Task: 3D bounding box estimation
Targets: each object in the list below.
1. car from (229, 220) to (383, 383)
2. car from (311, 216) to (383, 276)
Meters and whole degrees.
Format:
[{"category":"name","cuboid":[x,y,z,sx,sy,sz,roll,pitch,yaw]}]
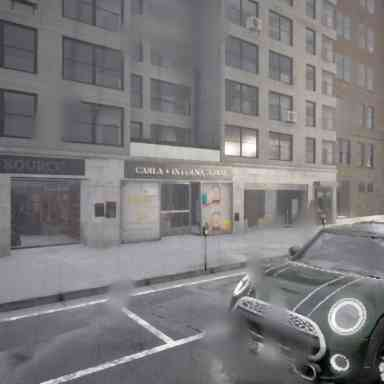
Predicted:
[{"category":"car","cuboid":[2.748,1.352,5.349,4.553,1.767,2.097,0,0,-36]},{"category":"car","cuboid":[5.907,1.582,10.778,4.206,1.307,1.802,0,0,-36]}]
